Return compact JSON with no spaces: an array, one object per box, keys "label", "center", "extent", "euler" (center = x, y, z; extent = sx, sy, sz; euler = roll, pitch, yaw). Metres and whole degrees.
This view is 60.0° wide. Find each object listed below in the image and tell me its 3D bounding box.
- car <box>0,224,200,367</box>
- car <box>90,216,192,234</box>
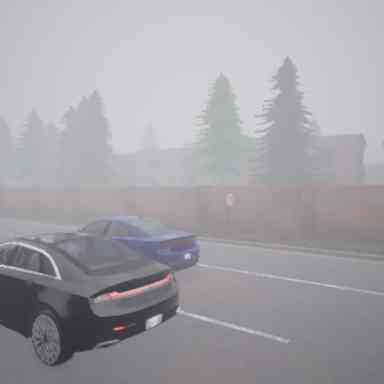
[{"label":"car","center":[-2.468,1.460,5.759],"extent":[4.902,1.511,2.128],"euler":[0,0,36]},{"label":"car","center":[-2.129,1.437,9.817],"extent":[5.008,1.535,1.882],"euler":[1,0,36]}]
